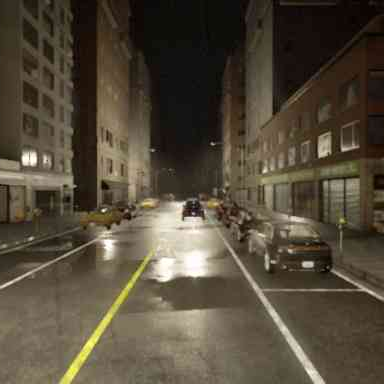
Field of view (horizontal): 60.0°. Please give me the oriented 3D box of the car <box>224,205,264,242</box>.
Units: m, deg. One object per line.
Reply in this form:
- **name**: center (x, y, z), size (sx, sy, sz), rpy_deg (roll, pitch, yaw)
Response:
- **car**: center (2.864, 1.552, 15.915), size (2.008, 1.369, 4.403), rpy_deg (0, 0, 0)

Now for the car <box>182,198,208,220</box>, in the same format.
- **car**: center (0.114, 1.527, 28.079), size (1.812, 1.442, 4.674), rpy_deg (0, 0, 0)

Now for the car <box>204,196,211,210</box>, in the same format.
- **car**: center (2.877, 1.529, 43.713), size (1.752, 1.417, 4.829), rpy_deg (0, 0, 0)

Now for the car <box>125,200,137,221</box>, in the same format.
- **car**: center (-5.657, 1.441, 26.971), size (1.967, 1.590, 4.097), rpy_deg (0, 0, 0)

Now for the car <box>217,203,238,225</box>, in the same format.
- **car**: center (2.867, 1.583, 21.440), size (1.802, 1.307, 4.206), rpy_deg (0, 0, 0)

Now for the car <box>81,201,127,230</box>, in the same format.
- **car**: center (-5.659, 1.526, 21.275), size (1.752, 1.417, 4.829), rpy_deg (0, 0, 0)

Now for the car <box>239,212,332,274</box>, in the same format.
- **car**: center (2.861, 1.552, 10.389), size (2.008, 1.369, 4.403), rpy_deg (0, 0, 0)

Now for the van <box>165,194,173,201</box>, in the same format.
- **van**: center (-5.632, 1.367, 81.348), size (1.690, 1.788, 3.998), rpy_deg (0, 0, 0)

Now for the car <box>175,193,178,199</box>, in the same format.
- **car**: center (-5.626, 1.474, 92.351), size (1.967, 1.590, 4.097), rpy_deg (0, 0, 0)

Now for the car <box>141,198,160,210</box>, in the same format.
- **car**: center (-5.649, 1.529, 43.378), size (1.752, 1.417, 4.829), rpy_deg (0, 0, 0)

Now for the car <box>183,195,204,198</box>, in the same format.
- **car**: center (0.120, 1.495, 43.932), size (2.128, 1.511, 4.902), rpy_deg (0, 0, 0)

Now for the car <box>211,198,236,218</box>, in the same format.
- **car**: center (2.869, 1.441, 26.966), size (1.967, 1.590, 4.097), rpy_deg (0, 0, 0)

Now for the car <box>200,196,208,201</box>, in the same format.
- **car**: center (2.894, 1.592, 81.344), size (1.947, 1.339, 4.313), rpy_deg (0, 0, 0)

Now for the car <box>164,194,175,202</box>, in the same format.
- **car**: center (-5.634, 1.337, 75.847), size (2.192, 1.841, 5.009), rpy_deg (0, 0, 0)

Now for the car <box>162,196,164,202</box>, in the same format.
- **car**: center (-5.646, 1.557, 49.073), size (2.008, 1.369, 4.403), rpy_deg (0, 0, 0)

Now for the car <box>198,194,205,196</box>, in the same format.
- **car**: center (2.892, 1.566, 75.843), size (1.887, 1.381, 4.507), rpy_deg (0, 0, 0)
